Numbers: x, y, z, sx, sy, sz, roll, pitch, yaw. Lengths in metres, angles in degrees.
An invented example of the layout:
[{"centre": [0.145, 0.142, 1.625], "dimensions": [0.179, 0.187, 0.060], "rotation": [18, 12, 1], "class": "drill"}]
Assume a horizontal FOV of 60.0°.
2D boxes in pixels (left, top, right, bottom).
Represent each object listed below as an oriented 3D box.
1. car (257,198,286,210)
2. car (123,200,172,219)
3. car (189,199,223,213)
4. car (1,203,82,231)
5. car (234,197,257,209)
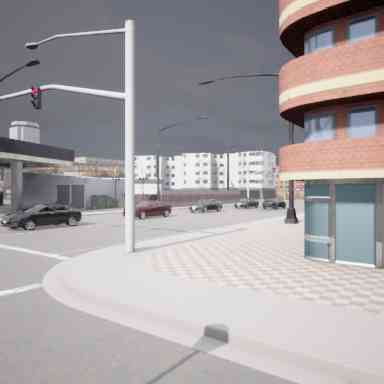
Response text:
[{"centre": [10.839, 1.490, 43.727], "dimensions": [2.128, 1.511, 4.902], "rotation": [0, 0, 35], "class": "car"}, {"centre": [-3.826, 1.476, 28.987], "dimensions": [1.882, 1.535, 5.008], "rotation": [0, 0, 34], "class": "car"}, {"centre": [1.595, 1.490, 36.834], "dimensions": [2.128, 1.511, 4.902], "rotation": [0, 0, 35], "class": "car"}, {"centre": [-9.309, 1.504, 20.981], "dimensions": [1.837, 1.490, 4.892], "rotation": [0, 0, 34], "class": "car"}, {"centre": [7.507, 1.490, 45.358], "dimensions": [2.128, 1.511, 4.902], "rotation": [0, 0, 35], "class": "car"}]
